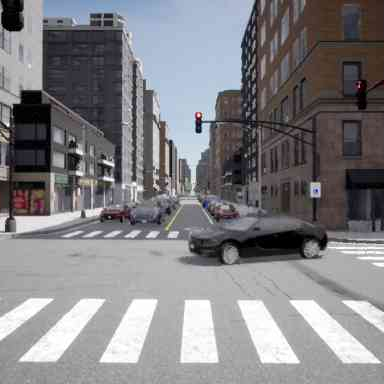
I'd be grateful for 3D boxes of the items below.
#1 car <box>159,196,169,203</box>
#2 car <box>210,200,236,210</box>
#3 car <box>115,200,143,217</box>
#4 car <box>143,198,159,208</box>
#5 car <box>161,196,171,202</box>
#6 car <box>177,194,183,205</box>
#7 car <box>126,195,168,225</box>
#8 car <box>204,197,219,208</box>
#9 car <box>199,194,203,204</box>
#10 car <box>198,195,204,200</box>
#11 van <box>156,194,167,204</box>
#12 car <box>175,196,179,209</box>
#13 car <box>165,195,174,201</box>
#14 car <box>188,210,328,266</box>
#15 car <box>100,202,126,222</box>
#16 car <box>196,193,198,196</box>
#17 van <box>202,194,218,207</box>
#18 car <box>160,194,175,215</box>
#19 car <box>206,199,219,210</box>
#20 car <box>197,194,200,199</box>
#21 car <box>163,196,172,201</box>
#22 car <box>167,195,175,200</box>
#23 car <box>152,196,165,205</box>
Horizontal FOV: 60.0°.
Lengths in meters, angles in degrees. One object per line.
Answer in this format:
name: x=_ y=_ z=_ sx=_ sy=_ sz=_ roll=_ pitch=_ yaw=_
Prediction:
car: x=-5.969 y=1.610 z=71.398 sx=1.802 sy=1.307 sz=4.206 roll=1 pitch=0 yaw=0
car: x=2.633 y=1.588 z=26.020 sx=1.802 sy=1.307 sz=4.206 roll=1 pitch=0 yaw=0
car: x=-5.902 y=1.552 z=31.688 sx=1.887 sy=1.381 sz=4.507 roll=1 pitch=0 yaw=0
car: x=-5.931 y=1.596 z=48.707 sx=1.802 sy=1.307 sz=4.206 roll=1 pitch=0 yaw=0
car: x=-5.979 y=1.582 z=77.071 sx=2.008 sy=1.369 sz=4.403 roll=1 pitch=0 yaw=0
car: x=-3.114 y=1.512 z=57.960 sx=2.128 sy=1.511 sz=4.902 roll=0 pitch=0 yaw=0
car: x=-3.137 y=1.358 z=24.112 sx=2.097 sy=1.767 sz=4.553 roll=0 pitch=0 yaw=0
car: x=2.613 y=1.591 z=37.367 sx=1.802 sy=1.307 sz=4.206 roll=1 pitch=0 yaw=0
car: x=2.597 y=1.329 z=48.714 sx=2.192 sy=1.841 sz=5.009 roll=1 pitch=0 yaw=0
car: x=2.519 y=1.565 z=94.271 sx=1.752 sy=1.417 sz=4.829 roll=1 pitch=0 yaw=0
van: x=-5.958 y=1.365 z=65.725 sx=1.690 sy=1.788 sz=3.998 roll=1 pitch=0 yaw=0
car: x=-3.157 y=1.576 z=43.877 sx=1.994 sy=1.385 sz=4.181 roll=0 pitch=0 yaw=1
car: x=-5.998 y=1.603 z=88.417 sx=1.947 sy=1.339 sz=4.313 roll=1 pitch=0 yaw=0
car: x=2.334 y=1.508 z=11.585 sx=5.008 sy=1.535 sz=1.882 roll=1 pitch=-1 yaw=-21
car: x=-5.893 y=1.551 z=26.015 sx=1.887 sy=1.381 sz=4.507 roll=1 pitch=0 yaw=0
car: x=2.539 y=1.349 z=82.754 sx=2.192 sy=1.841 sz=5.009 roll=1 pitch=0 yaw=0
van: x=2.606 y=1.353 z=43.041 sx=1.690 sy=1.788 sz=3.998 roll=1 pitch=0 yaw=0
car: x=-3.154 y=1.360 z=33.933 sx=2.097 sy=1.767 sz=4.553 roll=0 pitch=0 yaw=0
car: x=2.623 y=1.589 z=31.694 sx=1.802 sy=1.307 sz=4.206 roll=1 pitch=0 yaw=0
car: x=2.556 y=1.593 z=71.407 sx=1.947 sy=1.339 sz=4.313 roll=1 pitch=0 yaw=0
car: x=-5.989 y=1.600 z=82.744 sx=1.947 sy=1.339 sz=4.313 roll=1 pitch=0 yaw=0
car: x=-6.007 y=1.585 z=94.089 sx=1.887 sy=1.381 sz=4.507 roll=1 pitch=0 yaw=0
car: x=-5.949 y=1.461 z=60.052 sx=1.967 sy=1.590 sz=4.097 roll=1 pitch=0 yaw=0
